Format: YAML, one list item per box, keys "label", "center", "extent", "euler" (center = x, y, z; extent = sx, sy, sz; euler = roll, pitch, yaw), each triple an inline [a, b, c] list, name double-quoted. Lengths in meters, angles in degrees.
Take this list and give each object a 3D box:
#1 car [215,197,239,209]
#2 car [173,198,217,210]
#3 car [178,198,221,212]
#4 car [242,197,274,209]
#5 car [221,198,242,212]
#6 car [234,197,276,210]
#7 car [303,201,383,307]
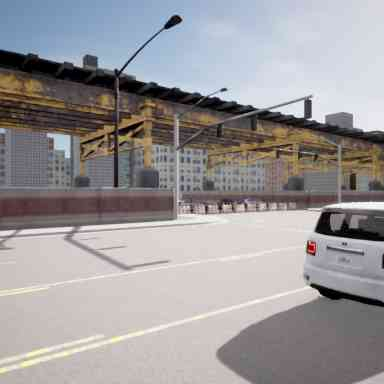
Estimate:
- label: "car"
  center: [4.181, 1.295, 39.299]
  extent: [1.853, 1.218, 4.536]
  euler: [0, 0, 18]
- label: "car"
  center: [0.363, 1.295, 36.580]
  extent: [4.536, 1.218, 1.853]
  euler: [0, 0, 8]
- label: "car"
  center: [0.414, 1.453, 36.573]
  extent: [4.974, 1.542, 2.038]
  euler: [0, 0, 8]
- label: "car"
  center: [8.033, 1.295, 42.993]
  extent: [4.536, 1.218, 1.853]
  euler: [0, 0, -7]
- label: "car"
  center: [4.166, 1.453, 39.249]
  extent: [2.038, 1.542, 4.974]
  euler: [0, 0, 18]
- label: "car"
  center: [8.085, 1.453, 43.000]
  extent: [4.974, 1.542, 2.038]
  euler: [0, 0, -7]
- label: "car"
  center: [4.766, 1.221, 7.157]
  extent: [5.566, 2.045, 2.150]
  euler: [0, 0, -35]
